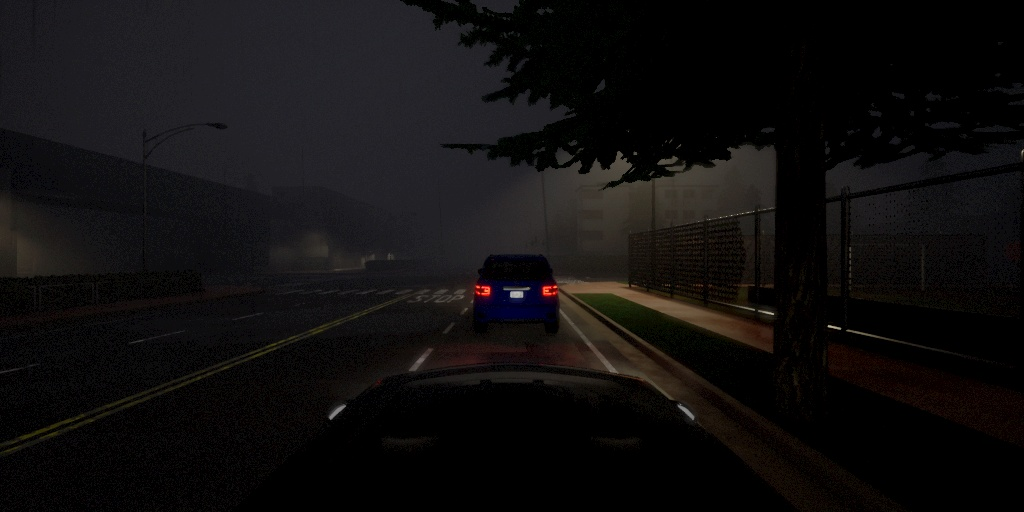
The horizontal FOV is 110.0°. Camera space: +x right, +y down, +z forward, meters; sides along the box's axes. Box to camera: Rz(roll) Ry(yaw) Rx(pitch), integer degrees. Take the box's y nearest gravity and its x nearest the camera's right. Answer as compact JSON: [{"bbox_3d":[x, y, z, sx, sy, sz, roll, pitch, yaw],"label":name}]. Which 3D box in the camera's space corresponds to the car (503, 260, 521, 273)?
[{"bbox_3d":[0.013,1.241,45.716,2.128,1.511,4.902,0,0,0],"label":"car"}]

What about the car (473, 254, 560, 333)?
[{"bbox_3d":[0.113,0.972,10.857,2.150,2.045,5.566,0,0,0],"label":"car"}]
